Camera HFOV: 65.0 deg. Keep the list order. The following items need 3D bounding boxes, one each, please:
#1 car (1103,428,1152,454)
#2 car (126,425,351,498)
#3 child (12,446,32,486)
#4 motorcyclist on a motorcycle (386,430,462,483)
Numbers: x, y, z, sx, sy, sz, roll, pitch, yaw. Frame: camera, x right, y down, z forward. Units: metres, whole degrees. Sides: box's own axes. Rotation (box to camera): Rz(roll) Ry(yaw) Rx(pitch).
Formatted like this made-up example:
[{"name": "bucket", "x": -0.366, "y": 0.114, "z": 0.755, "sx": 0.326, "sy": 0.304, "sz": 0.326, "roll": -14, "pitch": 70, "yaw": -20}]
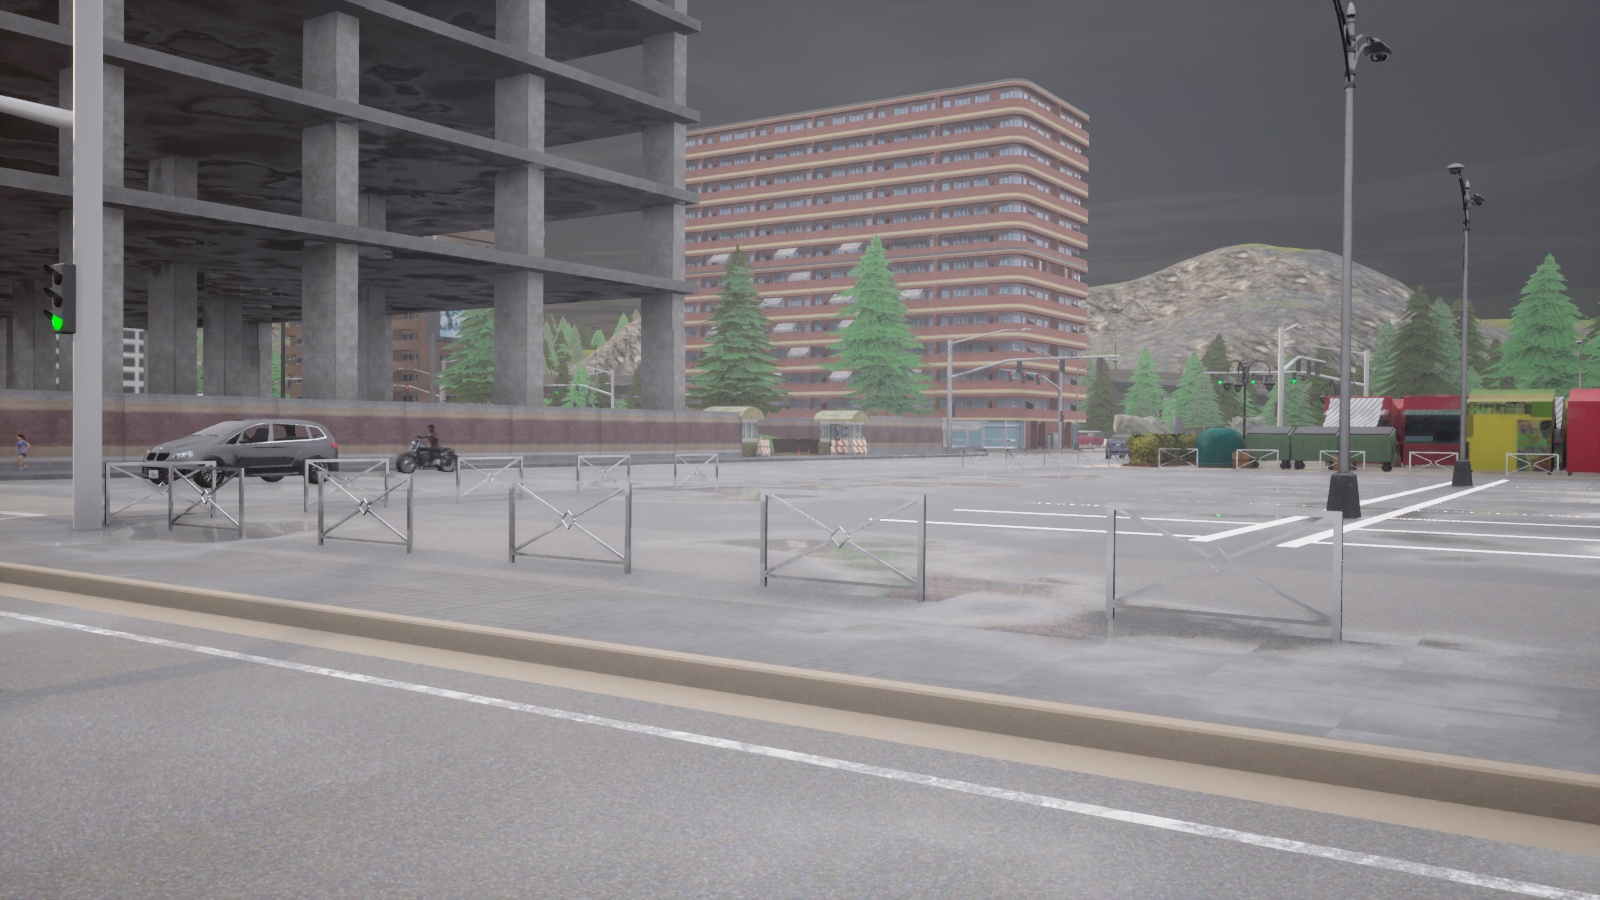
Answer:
[{"name": "car", "x": 19.910, "y": -0.566, "z": 76.232, "sx": 1.789, "sy": 1.549, "sz": 3.705, "roll": 0, "pitch": 1, "yaw": 33}, {"name": "car", "x": -13.865, "y": 0.219, "z": 31.270, "sx": 2.242, "sy": 1.667, "sz": 4.611, "roll": 0, "pitch": 1, "yaw": 33}, {"name": "child", "x": -21.561, "y": 0.436, "z": 34.802, "sx": 0.255, "sy": 1.110, "sz": 0.394, "roll": 0, "pitch": 1, "yaw": 30}, {"name": "motorcyclist on a motorcycle", "x": -12.063, "y": 0.184, "z": 40.369, "sx": 0.766, "sy": 1.649, "sz": 2.350, "roll": 0, "pitch": 1, "yaw": 33}]
